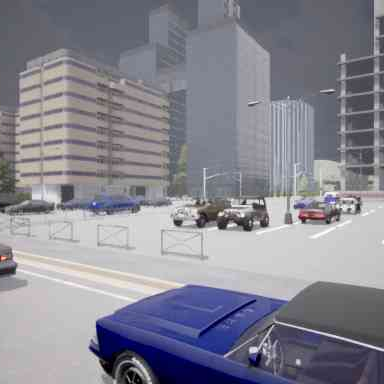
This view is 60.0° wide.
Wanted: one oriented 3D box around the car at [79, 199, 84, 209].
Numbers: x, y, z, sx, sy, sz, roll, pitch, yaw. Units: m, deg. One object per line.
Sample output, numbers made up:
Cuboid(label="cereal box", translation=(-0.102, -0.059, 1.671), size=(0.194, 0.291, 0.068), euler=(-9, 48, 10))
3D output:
Cuboid(label="car", translation=(-10.934, 1.547, 41.525), size=(2.033, 1.411, 5.357), euler=(0, 0, 34))

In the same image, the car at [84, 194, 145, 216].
Cuboid(label="car", translation=(-7.665, 1.221, 33.484), size=(2.150, 2.045, 5.566), euler=(0, 0, 34))

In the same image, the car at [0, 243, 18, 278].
Cuboid(label="car", translation=(-6.673, 1.547, 8.669), size=(5.357, 1.411, 2.033), euler=(0, 0, 35))

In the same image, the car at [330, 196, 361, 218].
Cuboid(label="car", translation=(15.086, 1.395, 32.197), size=(1.970, 1.475, 3.806), euler=(0, 0, 34))

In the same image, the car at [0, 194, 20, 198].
Cuboid(label="car", translation=(-20.212, 1.222, 33.991), size=(2.150, 2.045, 5.566), euler=(0, 0, 34))

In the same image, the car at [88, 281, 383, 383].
Cuboid(label="car", translation=(1.172, 1.601, 3.153), size=(4.718, 1.301, 1.895), euler=(0, 0, 35))

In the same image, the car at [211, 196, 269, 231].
Cuboid(label="car", translation=(3.062, 1.156, 19.242), size=(1.905, 1.878, 3.866), euler=(0, 0, 34))

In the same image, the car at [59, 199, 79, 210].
Cuboid(label="car", translation=(-14.502, 1.547, 42.500), size=(2.033, 1.411, 5.357), euler=(0, 0, 34))

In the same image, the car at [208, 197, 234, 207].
Cuboid(label="car", translation=(4.611, 1.504, 51.780), size=(1.837, 1.490, 4.892), euler=(0, 0, 34))

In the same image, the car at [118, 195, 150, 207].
Cuboid(label="car", translation=(-8.826, 1.352, 50.896), size=(2.097, 1.767, 4.553), euler=(0, 0, 35))

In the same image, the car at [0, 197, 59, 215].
Cuboid(label="car", translation=(-16.264, 1.526, 33.553), size=(1.812, 1.442, 4.674), euler=(0, 0, 34))

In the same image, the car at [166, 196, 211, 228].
Cuboid(label="car", translation=(0.694, 1.153, 20.908), size=(1.932, 1.855, 4.605), euler=(0, 0, 34))

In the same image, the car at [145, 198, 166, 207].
Cuboid(label="car", translation=(-5.142, 1.547, 50.141), size=(2.033, 1.411, 5.357), euler=(0, 0, 34))
